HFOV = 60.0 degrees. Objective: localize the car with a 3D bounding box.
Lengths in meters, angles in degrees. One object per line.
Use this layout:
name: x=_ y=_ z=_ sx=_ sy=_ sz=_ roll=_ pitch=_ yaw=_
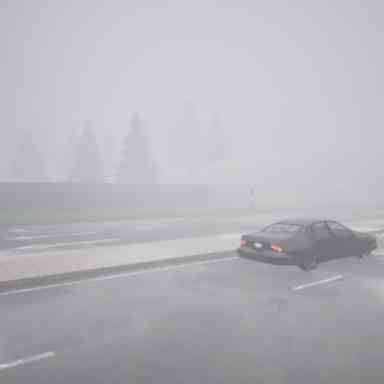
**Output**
car: x=3.905 y=1.550 z=10.835 sx=5.357 sy=1.411 sz=2.033 roll=0 pitch=0 yaw=-35
